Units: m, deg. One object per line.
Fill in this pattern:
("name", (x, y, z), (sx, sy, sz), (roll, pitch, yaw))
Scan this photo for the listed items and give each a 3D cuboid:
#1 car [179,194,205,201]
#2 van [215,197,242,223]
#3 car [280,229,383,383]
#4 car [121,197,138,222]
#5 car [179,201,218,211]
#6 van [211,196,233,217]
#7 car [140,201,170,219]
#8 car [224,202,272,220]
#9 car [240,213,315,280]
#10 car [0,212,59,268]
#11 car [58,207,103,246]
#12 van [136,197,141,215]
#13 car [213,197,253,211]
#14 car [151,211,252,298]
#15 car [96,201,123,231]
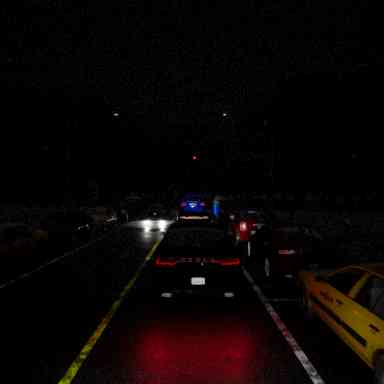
("car", (0.018, 1.226, 29.369), (2.150, 2.045, 5.566), (0, 0, -2))
("van", (2.755, 1.345, 26.092), (1.690, 1.788, 3.998), (0, 0, 0))
("car", (2.759, 1.525, 4.512), (1.752, 1.417, 4.829), (0, 0, 0))
("car", (-5.770, 1.444, 26.090), (1.967, 1.590, 4.097), (0, 0, 0))
("car", (0.093, 1.493, 19.001), (2.128, 1.511, 4.902), (0, 0, 0))
("van", (2.754, 1.346, 31.530), (1.690, 1.788, 3.998), (0, 0, 0))
("car", (-3.006, 1.605, 28.913), (1.994, 1.385, 4.181), (0, 0, 0))
("car", (2.757, 1.441, 15.217), (1.967, 1.590, 4.097), (0, 0, 0))
("car", (2.758, 1.545, 9.779), (1.887, 1.381, 4.507), (0, 0, 0))
("car", (-5.767, 1.526, 9.608), (1.752, 1.417, 4.829), (0, 0, 0))
("car", (-5.768, 1.567, 15.215), (1.947, 1.339, 4.313), (0, 0, 0))
("van", (-5.771, 1.346, 31.528), (1.690, 1.788, 3.998), (0, 0, 0))
("car", (2.756, 1.317, 20.655), (2.192, 1.841, 5.009), (0, 0, 0))
("car", (0.093, 1.478, 8.558), (1.882, 1.535, 5.008), (0, 0, 0))
("car", (-5.769, 1.528, 20.483), (1.752, 1.417, 4.829), (0, 0, 0))
